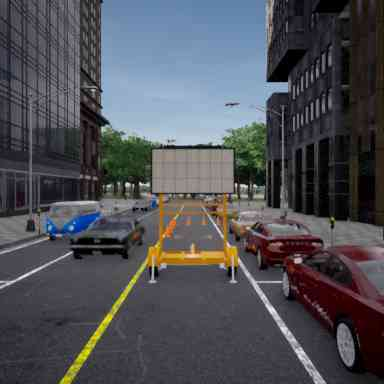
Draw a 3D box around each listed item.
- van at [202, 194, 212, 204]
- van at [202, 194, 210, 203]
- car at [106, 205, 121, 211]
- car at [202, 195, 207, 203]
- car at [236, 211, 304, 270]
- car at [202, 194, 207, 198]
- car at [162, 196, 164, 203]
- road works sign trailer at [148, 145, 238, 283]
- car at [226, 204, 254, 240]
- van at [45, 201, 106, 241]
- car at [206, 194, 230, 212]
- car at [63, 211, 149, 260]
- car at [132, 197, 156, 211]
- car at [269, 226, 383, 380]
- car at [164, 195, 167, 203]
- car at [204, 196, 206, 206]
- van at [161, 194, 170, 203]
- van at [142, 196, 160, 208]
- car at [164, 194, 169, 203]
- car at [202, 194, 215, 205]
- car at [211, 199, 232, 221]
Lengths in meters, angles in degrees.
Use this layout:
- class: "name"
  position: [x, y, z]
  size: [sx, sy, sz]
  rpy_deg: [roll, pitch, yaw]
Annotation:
- class: "van"
  position: [2.946, 1.359, 65.293]
  size: [1.690, 1.788, 3.998]
  rpy_deg: [0, 0, 0]
- class: "van"
  position: [2.961, 1.363, 70.730]
  size: [1.690, 1.788, 3.998]
  rpy_deg: [0, 0, 0]
- class: "car"
  position: [-5.702, 1.551, 21.816]
  size: [2.008, 1.369, 4.403]
  rpy_deg: [0, 0, 0]
- class: "car"
  position: [2.900, 1.553, 48.980]
  size: [1.887, 1.381, 4.507]
  rpy_deg: [0, 0, 0]
- class: "car"
  position: [2.792, 1.545, 10.917]
  size: [1.887, 1.381, 4.507]
  rpy_deg: [0, 0, 0]
- class: "car"
  position: [2.915, 1.452, 54.417]
  size: [1.967, 1.590, 4.097]
  rpy_deg: [0, 0, 0]
- class: "car"
  position: [-5.626, 1.534, 48.834]
  size: [1.752, 1.417, 4.829]
  rpy_deg: [0, 0, 0]
- class: "road works sign trailer"
  position: [0.027, 0.464, 9.630]
  size: [2.380, 3.560, 2.880]
  rpy_deg: [0, 0, 0]
- class: "car"
  position: [2.808, 1.526, 16.524]
  size: [1.752, 1.417, 4.829]
  rpy_deg: [0, 0, 0]
- class: "van"
  position: [-5.718, 1.341, 16.379]
  size: [1.690, 1.788, 3.998]
  rpy_deg: [0, 0, 0]
- class: "car"
  position: [2.853, 1.318, 32.667]
  size: [2.192, 1.841, 5.009]
  rpy_deg: [0, 0, 0]
- class: "car"
  position: [-2.965, 1.601, 12.653]
  size: [1.895, 1.301, 4.718]
  rpy_deg: [0, 0, 0]
- class: "car"
  position: [-5.656, 1.570, 38.129]
  size: [1.947, 1.339, 4.313]
  rpy_deg: [0, 0, 0]
- class: "car"
  position: [2.777, 1.544, 5.480]
  size: [1.887, 1.381, 4.507]
  rpy_deg: [0, 0, 0]
- class: "car"
  position: [-5.610, 1.577, 54.441]
  size: [1.947, 1.339, 4.313]
  rpy_deg: [0, 0, 0]
- class: "car"
  position: [2.885, 1.532, 43.712]
  size: [1.752, 1.417, 4.829]
  rpy_deg: [0, 0, 0]
- class: "van"
  position: [-5.564, 1.363, 70.755]
  size: [1.690, 1.788, 3.998]
  rpy_deg: [0, 0, 0]
- class: "van"
  position: [-5.641, 1.347, 43.567]
  size: [1.690, 1.788, 3.998]
  rpy_deg: [0, 0, 0]
- class: "car"
  position: [-5.595, 1.540, 59.709]
  size: [1.752, 1.417, 4.829]
  rpy_deg: [0, 0, 0]
- class: "car"
  position: [2.930, 1.330, 59.855]
  size: [2.192, 1.841, 5.009]
  rpy_deg: [0, 0, 0]
- class: "car"
  position: [2.839, 1.527, 27.399]
  size: [1.752, 1.417, 4.829]
  rpy_deg: [0, 0, 0]
